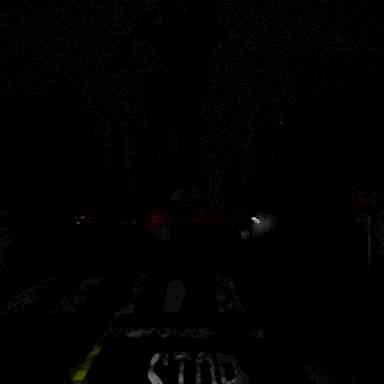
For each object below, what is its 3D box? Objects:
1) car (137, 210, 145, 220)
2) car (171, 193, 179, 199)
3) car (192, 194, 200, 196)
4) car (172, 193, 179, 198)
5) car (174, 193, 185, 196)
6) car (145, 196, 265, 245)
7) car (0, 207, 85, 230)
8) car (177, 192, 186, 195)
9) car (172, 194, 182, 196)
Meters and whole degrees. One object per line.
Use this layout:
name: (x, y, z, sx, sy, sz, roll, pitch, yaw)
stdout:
car: (-1.100, 1.436, 23.548, 5.357, 1.411, 2.033, 0, 0, 0)
car: (-4.789, 1.088, 93.286, 2.008, 1.369, 4.403, 1, 0, 0)
car: (0.671, 1.055, 58.038, 2.097, 1.767, 4.553, 0, 0, 0)
car: (-4.820, 1.055, 95.260, 1.752, 1.417, 4.829, 1, 0, 0)
car: (-2.314, 1.243, 46.087, 1.882, 1.535, 5.008, 0, 0, 0)
car: (0.604, 1.150, 13.633, 4.553, 1.767, 2.097, -1, -1, 0)
car: (-9.155, 1.598, 20.271, 4.718, 1.301, 1.895, 0, -1, 0)
car: (-2.188, 1.238, 60.415, 2.033, 1.411, 5.357, 0, 0, 1)
car: (-2.499, 1.303, 34.940, 1.882, 1.535, 5.008, 0, 0, 3)
